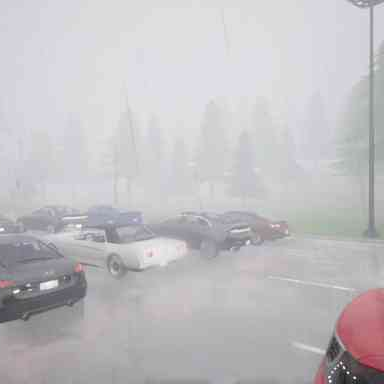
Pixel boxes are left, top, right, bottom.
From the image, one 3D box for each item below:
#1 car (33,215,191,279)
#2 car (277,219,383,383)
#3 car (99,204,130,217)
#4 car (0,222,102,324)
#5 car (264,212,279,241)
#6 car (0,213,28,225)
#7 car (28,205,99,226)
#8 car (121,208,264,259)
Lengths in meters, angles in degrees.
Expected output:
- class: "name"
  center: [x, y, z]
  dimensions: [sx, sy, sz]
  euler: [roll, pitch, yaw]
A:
- class: "car"
  center: [-2.558, 1.600, 10.082]
  dimensions: [4.718, 1.301, 1.895]
  euler: [0, 0, 36]
- class: "car"
  center: [3.454, 1.222, 1.416]
  dimensions: [5.566, 2.045, 2.150]
  euler: [0, 0, 37]
- class: "car"
  center: [-5.289, 1.477, 20.643]
  dimensions: [5.008, 1.535, 1.882]
  euler: [0, 0, 36]
- class: "car"
  center: [-4.087, 1.563, 6.862]
  dimensions: [4.181, 1.385, 1.994]
  euler: [0, 0, 35]
- class: "car"
  center: [2.121, 1.525, 15.342]
  dimensions: [4.674, 1.442, 1.812]
  euler: [0, 0, 36]
- class: "car"
  center: [-9.697, 1.563, 15.186]
  dimensions: [4.181, 1.385, 1.994]
  euler: [0, 0, 36]
- class: "car"
  center: [-7.619, 1.490, 18.004]
  dimensions: [4.902, 1.511, 2.128]
  euler: [0, 0, 35]
- class: "car"
  center: [-0.084, 1.491, 12.616]
  dimensions: [4.902, 1.511, 2.128]
  euler: [0, 0, 36]
